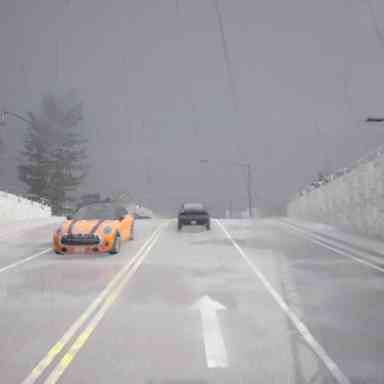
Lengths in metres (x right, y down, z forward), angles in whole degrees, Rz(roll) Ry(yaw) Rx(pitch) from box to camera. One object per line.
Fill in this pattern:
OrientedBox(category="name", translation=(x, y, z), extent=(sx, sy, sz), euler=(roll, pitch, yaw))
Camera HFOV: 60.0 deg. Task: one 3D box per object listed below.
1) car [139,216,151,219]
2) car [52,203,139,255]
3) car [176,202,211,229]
OrientedBox(category="car", translation=(-6.831, 2.924, 35.280), extent=(4.718, 1.301, 1.895), euler=(-1, -10, 1))
OrientedBox(category="car", translation=(-3.582, 1.259, 12.869), extent=(2.097, 1.767, 4.553), euler=(0, 0, 0))
OrientedBox(category="car", translation=(0.097, 1.354, 20.161), extent=(1.837, 1.490, 4.892), euler=(0, 1, 0))
